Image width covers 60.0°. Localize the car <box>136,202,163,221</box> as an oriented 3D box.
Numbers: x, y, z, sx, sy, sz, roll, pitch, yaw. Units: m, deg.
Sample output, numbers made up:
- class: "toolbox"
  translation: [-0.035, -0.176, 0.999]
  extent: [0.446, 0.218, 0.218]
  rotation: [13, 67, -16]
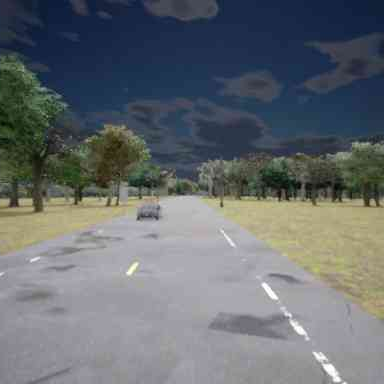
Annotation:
- class: "car"
  translation: [-3.587, 1.604, 28.596]
  extent: [1.837, 1.490, 4.892]
  rotation: [0, -1, 0]
